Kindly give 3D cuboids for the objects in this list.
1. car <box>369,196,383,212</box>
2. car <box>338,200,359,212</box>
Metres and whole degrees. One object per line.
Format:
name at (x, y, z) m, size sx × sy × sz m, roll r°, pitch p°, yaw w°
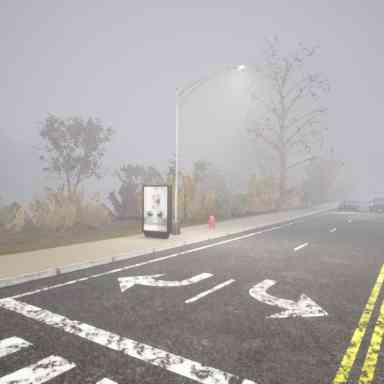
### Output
car at (21.539, 1.393, 38.046) m, size 2.097 × 1.767 × 4.553 m, roll 0°, pitch 0°, yaw 31°
car at (18.724, 1.602, 39.670) m, size 1.994 × 1.385 × 4.181 m, roll 0°, pitch 0°, yaw 31°
